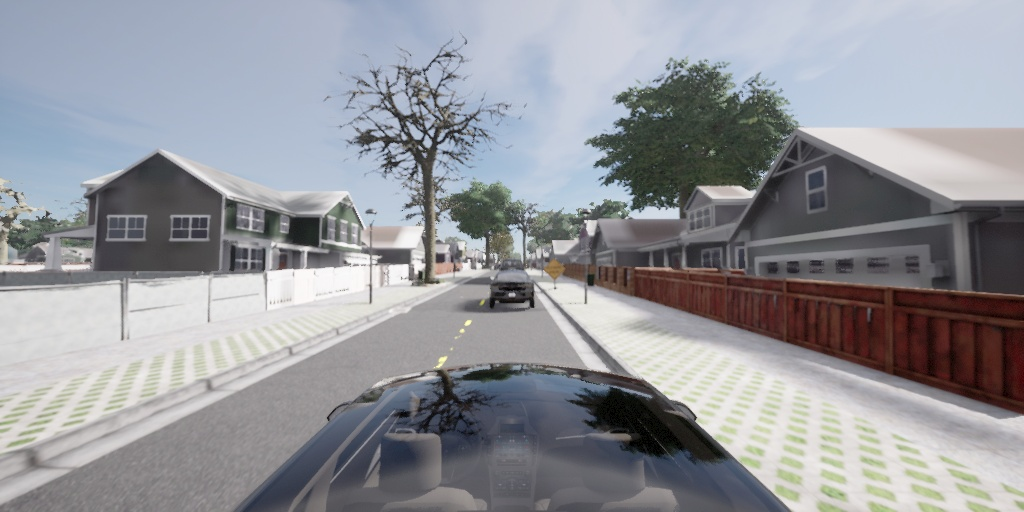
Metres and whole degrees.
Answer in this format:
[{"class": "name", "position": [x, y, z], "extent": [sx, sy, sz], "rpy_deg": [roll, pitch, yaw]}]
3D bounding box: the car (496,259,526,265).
[{"class": "car", "position": [0.013, 1.272, 30.923], "extent": [2.150, 2.045, 5.566], "rpy_deg": [0, -1, 0]}]

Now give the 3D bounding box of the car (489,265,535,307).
[{"class": "car", "position": [0.012, 1.367, 16.346], "extent": [1.882, 1.535, 5.008], "rpy_deg": [0, 0, 0]}]

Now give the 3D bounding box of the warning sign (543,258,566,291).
[{"class": "warning sign", "position": [2.526, 1.052, 20.869], "extent": [1.300, 1.860, 1.060], "rpy_deg": [0, 0, 0]}]
